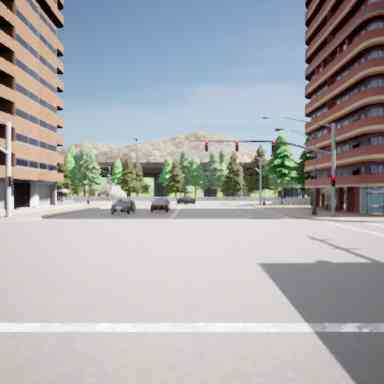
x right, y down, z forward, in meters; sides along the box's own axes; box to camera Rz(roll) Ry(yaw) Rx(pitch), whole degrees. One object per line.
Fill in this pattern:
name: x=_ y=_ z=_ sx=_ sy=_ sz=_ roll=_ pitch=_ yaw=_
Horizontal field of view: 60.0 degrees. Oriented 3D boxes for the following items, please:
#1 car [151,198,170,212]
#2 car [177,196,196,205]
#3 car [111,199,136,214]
car: x=-3.533 y=1.444 z=37.767 sx=1.882 sy=1.535 sz=5.008 roll=0 pitch=0 yaw=0
car: x=-1.066 y=1.426 z=59.012 sx=2.128 sy=1.511 sz=4.902 roll=0 pitch=0 yaw=-27
car: x=-7.055 y=1.461 z=34.446 sx=2.128 sy=1.511 sz=4.902 roll=0 pitch=0 yaw=0
